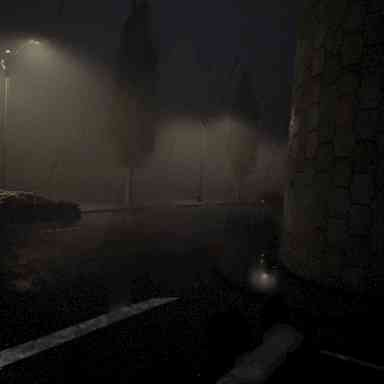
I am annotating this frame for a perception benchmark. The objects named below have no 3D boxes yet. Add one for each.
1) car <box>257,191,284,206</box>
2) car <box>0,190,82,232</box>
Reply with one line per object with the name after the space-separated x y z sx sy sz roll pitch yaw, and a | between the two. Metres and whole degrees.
8.636 0.681 35.902 1.837 1.490 4.892 5 3 35 | car
-6.964 0.669 13.890 2.128 1.511 4.902 5 3 35 | car
